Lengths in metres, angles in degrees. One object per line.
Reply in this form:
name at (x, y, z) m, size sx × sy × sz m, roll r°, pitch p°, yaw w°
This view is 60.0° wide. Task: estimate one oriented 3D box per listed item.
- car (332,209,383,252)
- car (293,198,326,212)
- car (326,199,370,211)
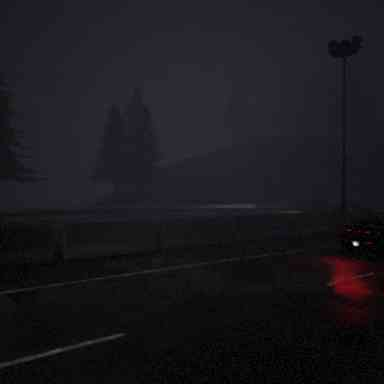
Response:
car at (7.688, 1.519, 12.605) m, size 4.892 × 1.490 × 1.837 m, roll 0°, pitch 0°, yaw -30°
car at (14.306, 1.523, 39.721) m, size 4.892 × 1.490 × 1.837 m, roll 1°, pitch 0°, yaw -24°
car at (17.873, 1.553, 37.456) m, size 4.674 × 1.442 × 1.812 m, roll 0°, pitch 0°, yaw -23°
